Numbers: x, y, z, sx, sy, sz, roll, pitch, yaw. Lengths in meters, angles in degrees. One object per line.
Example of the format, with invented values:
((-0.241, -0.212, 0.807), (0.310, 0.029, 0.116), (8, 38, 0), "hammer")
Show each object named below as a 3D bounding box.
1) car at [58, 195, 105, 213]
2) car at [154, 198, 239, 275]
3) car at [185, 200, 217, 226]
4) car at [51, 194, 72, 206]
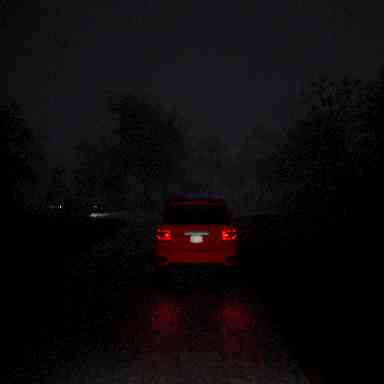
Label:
((-11.147, 1.377, 34.299), (4.892, 1.490, 1.837), (-1, 1, 29), "car")
((0.127, 1.181, 10.390), (2.150, 2.045, 5.566), (0, 0, 0), "car")
((0.763, 1.387, 24.020), (1.882, 1.535, 5.008), (0, 0, 7), "car")
((-19.057, 1.161, 50.221), (2.097, 1.767, 4.553), (0, 0, 19), "car")
